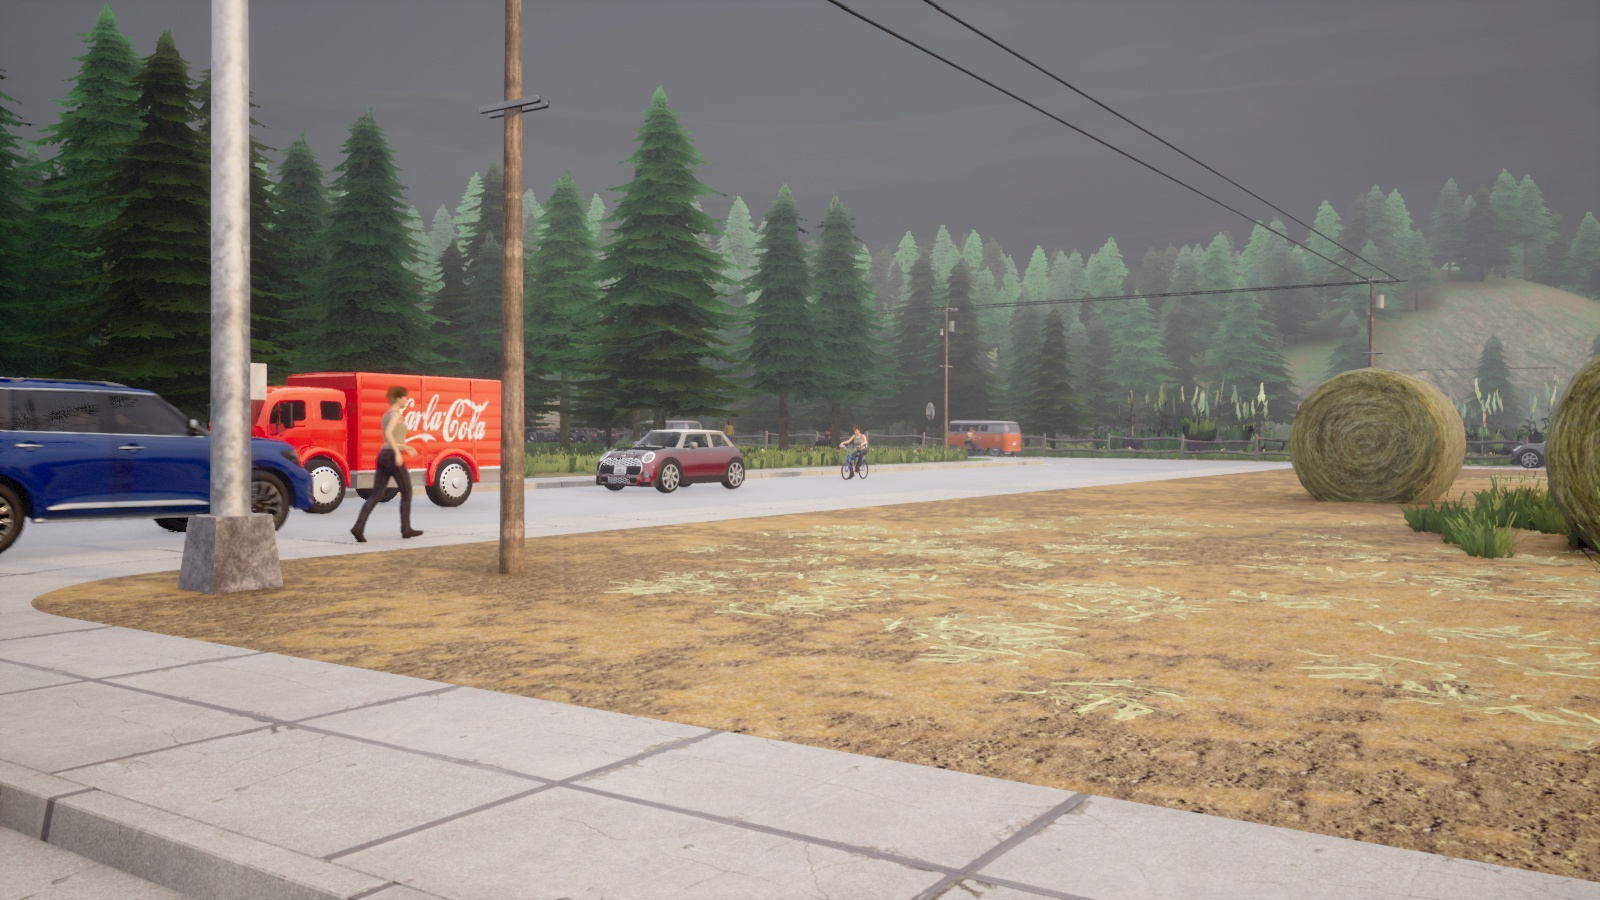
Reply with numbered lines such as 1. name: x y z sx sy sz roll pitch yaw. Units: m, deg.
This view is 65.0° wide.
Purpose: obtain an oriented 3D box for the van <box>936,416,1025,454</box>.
1. van: 9.751 -0.793 68.109 4.442 1.987 1.775 0 1 37

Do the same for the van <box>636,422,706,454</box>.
1. van: -8.390 -0.790 81.490 4.442 1.987 1.775 0 1 36

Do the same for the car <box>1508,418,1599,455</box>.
1. car: 31.402 -0.564 51.546 3.806 1.475 1.970 0 1 38

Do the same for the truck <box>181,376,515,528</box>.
1. truck: -8.141 -0.019 23.156 2.627 2.467 5.204 0 1 35

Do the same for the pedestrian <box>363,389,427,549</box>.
1. pedestrian: -4.761 0.214 14.778 0.594 1.836 0.345 -2 1 -43

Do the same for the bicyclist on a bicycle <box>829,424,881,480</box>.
1. bicyclist on a bicycle: 1.641 0.045 37.323 0.866 1.612 1.509 0 1 34

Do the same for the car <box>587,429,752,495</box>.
1. car: -3.095 0.248 30.457 1.970 1.475 3.806 0 1 35

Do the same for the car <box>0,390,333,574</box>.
1. car: -8.954 0.323 15.694 2.150 2.045 5.566 0 1 36

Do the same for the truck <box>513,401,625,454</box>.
1. truck: -16.085 -1.525 87.023 7.936 3.462 2.891 0 1 36
